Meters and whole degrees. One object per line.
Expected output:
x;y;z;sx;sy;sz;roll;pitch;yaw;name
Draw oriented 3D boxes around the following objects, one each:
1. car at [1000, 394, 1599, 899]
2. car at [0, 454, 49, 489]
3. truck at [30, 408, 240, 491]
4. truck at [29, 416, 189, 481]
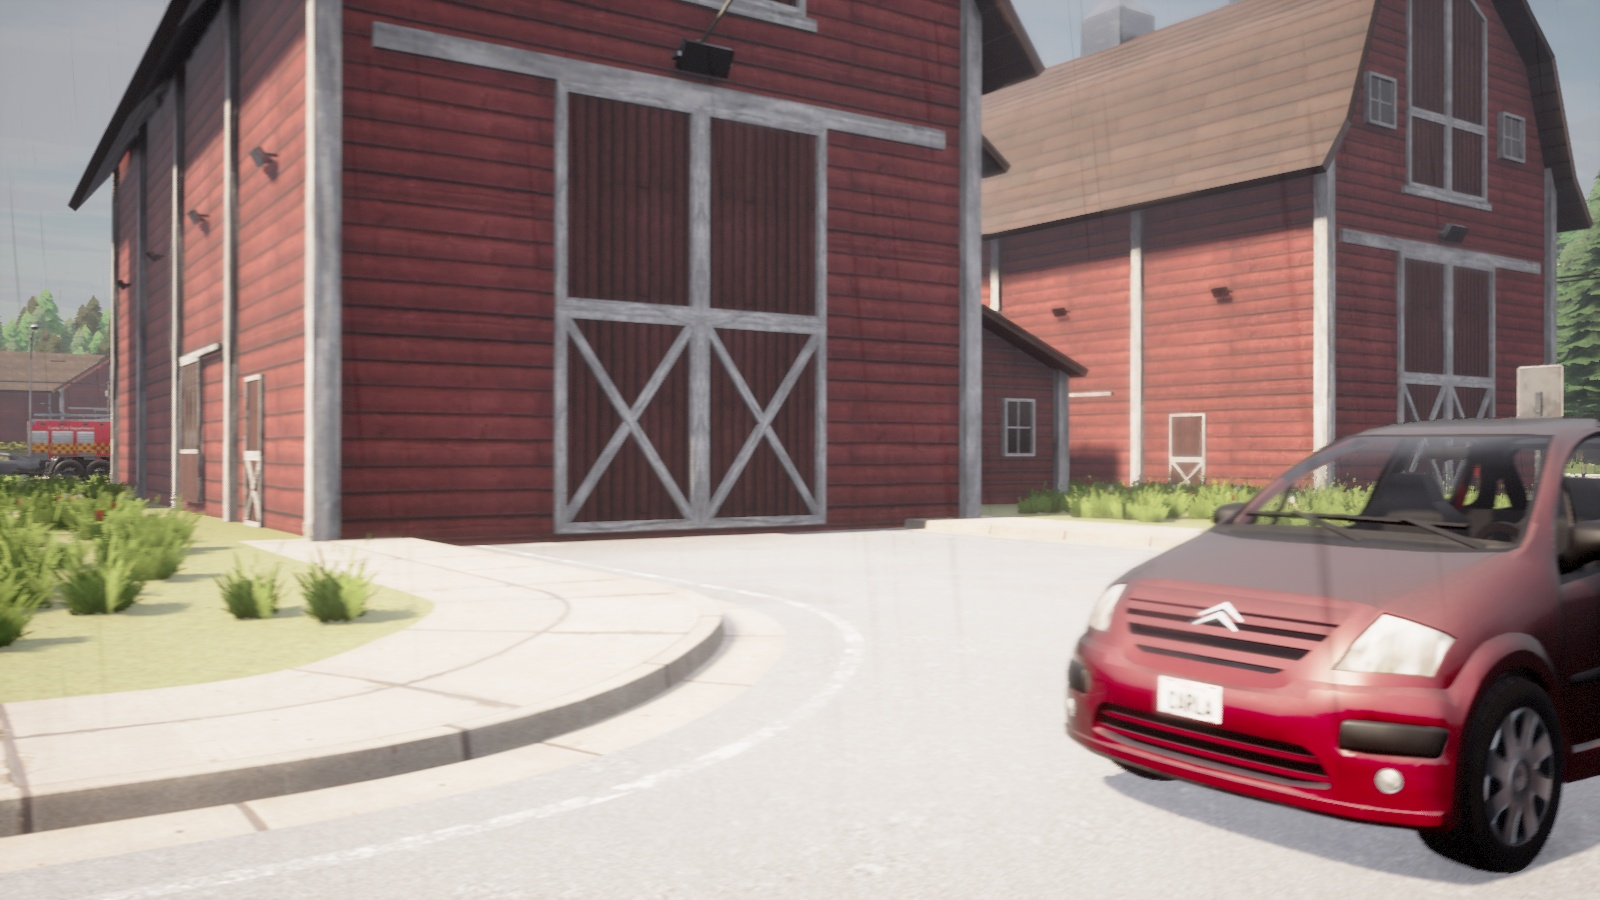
3.028;0.603;5.760;3.988;1.617;1.851;-1;1;-35;car
-35.987;0.939;55.260;4.902;1.511;2.128;0;0;-35;car
-29.366;-0.012;55.605;7.936;3.462;2.891;0;0;-35;truck
-42.756;-0.111;77.859;8.468;3.827;2.891;0;0;-35;truck
